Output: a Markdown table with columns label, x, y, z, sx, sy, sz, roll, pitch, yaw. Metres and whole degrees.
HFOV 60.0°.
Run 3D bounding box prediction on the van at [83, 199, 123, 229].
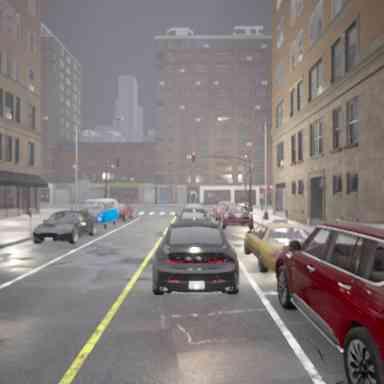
| label | x | y | z | sx | sy | sz | roll | pitch | yaw |
| --- | --- | --- | --- | --- | --- | --- | --- | --- | --- |
| van | -5.832 | 1.340 | 21.219 | 1.690 | 1.788 | 3.998 | 1 | 0 | 0 |

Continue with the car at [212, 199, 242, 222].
| label | x | y | z | sx | sy | sz | roll | pitch | yaw |
| --- | --- | --- | --- | --- | --- | --- | --- | --- | --- |
| car | 2.697 | 1.440 | 26.694 | 1.967 | 1.590 | 4.097 | 1 | 0 | 0 |

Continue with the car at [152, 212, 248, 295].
| label | x | y | z | sx | sy | sz | roll | pitch | yaw |
| --- | --- | --- | --- | --- | --- | --- | --- | --- | --- |
| car | 0.061 | 1.502 | 8.667 | 1.837 | 1.490 | 4.892 | 0 | 0 | -1 |

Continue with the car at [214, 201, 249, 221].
| label | x | y | z | sx | sy | sz | roll | pitch | yaw |
| --- | --- | --- | --- | --- | --- | --- | --- | --- | --- |
| car | 2.693 | 1.439 | 21.211 | 1.967 | 1.590 | 4.097 | 1 | 0 | 0 |

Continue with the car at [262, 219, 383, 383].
| label | x | y | z | sx | sy | sz | roll | pitch | yaw |
| --- | --- | --- | --- | --- | --- | --- | --- | --- | --- |
| car | 2.682 | 1.312 | 4.762 | 2.192 | 1.841 | 5.009 | 1 | 0 | 0 |

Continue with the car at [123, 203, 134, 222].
| label | x | y | z | sx | sy | sz | roll | pitch | yaw |
| --- | --- | --- | --- | --- | --- | --- | --- | --- | --- |
| car | -5.829 | 1.545 | 26.701 | 1.887 | 1.381 | 4.507 | 1 | 0 | 0 |

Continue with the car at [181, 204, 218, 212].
| label | x | y | z | sx | sy | sz | roll | pitch | yaw |
| --- | --- | --- | --- | --- | --- | --- | --- | --- | --- |
| car | 0.112 | 1.523 | 16.523 | 1.812 | 1.442 | 4.674 | 0 | 0 | 0 |

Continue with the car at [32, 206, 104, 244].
| label | x | y | z | sx | sy | sz | roll | pitch | yaw |
| --- | --- | --- | --- | --- | --- | --- | --- | --- | --- |
| car | -5.838 | 1.563 | 15.736 | 1.947 | 1.339 | 4.313 | 1 | 0 | 0 |

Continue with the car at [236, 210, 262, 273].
| label | x | y | z | sx | sy | sz | roll | pitch | yaw |
| --- | --- | --- | --- | --- | --- | --- | --- | --- | --- |
| car | 2.684 | 1.522 | 10.416 | 1.752 | 1.417 | 4.829 | 1 | 0 | 0 |
